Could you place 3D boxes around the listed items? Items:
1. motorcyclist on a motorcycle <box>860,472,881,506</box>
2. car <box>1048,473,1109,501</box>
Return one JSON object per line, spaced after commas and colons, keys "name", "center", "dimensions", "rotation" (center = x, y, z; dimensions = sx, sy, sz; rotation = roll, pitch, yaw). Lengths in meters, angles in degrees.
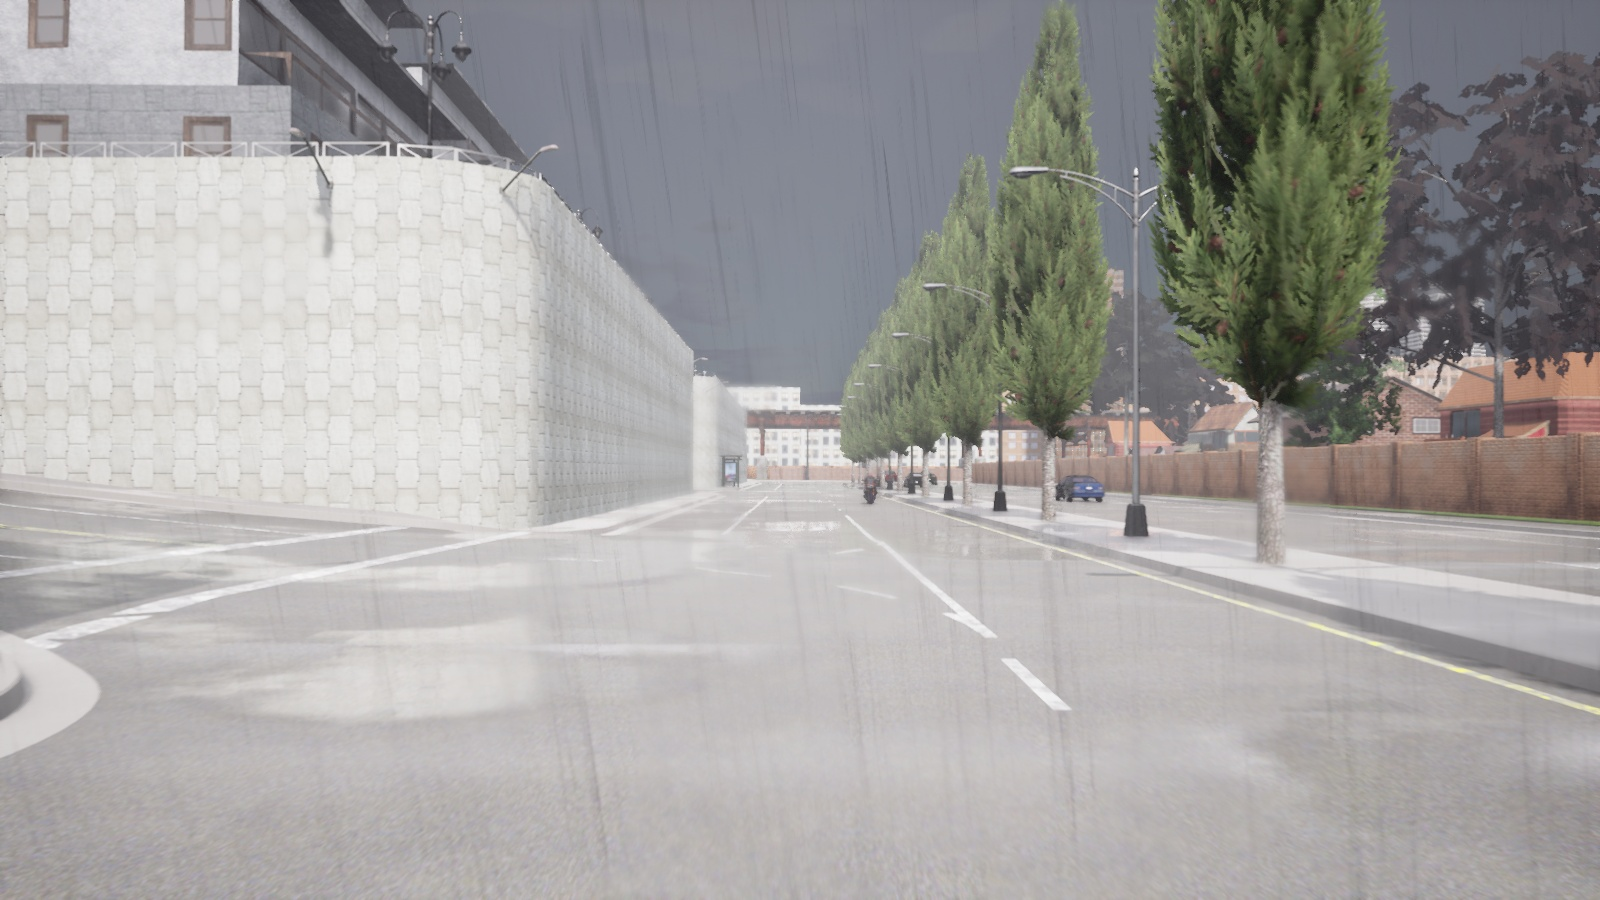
{"name": "motorcyclist on a motorcycle", "center": [3.338, 1.831, 59.384], "dimensions": [0.866, 1.530, 2.191], "rotation": [0, -1, 0]}
{"name": "car", "center": [14.818, 1.925, 67.015], "dimensions": [2.033, 1.411, 5.357], "rotation": [0, -1, 0]}
